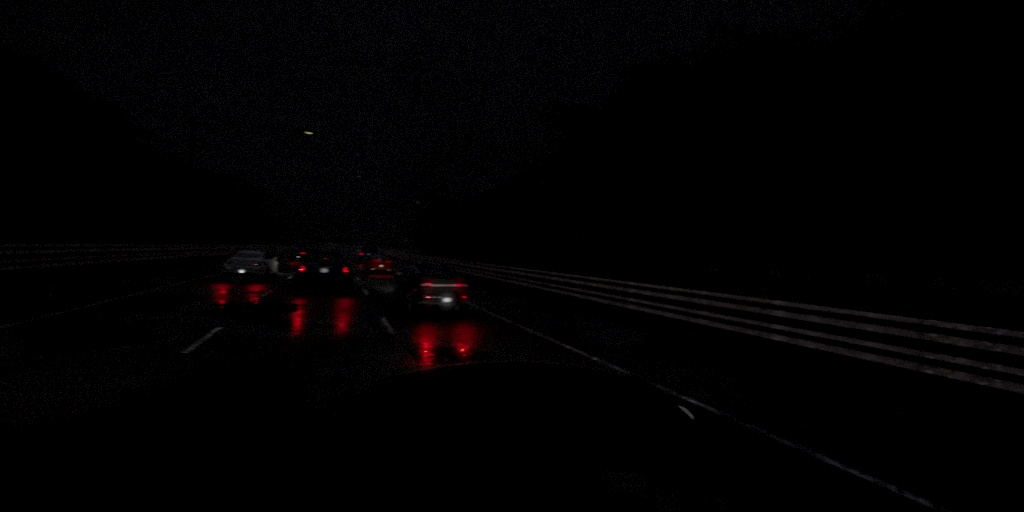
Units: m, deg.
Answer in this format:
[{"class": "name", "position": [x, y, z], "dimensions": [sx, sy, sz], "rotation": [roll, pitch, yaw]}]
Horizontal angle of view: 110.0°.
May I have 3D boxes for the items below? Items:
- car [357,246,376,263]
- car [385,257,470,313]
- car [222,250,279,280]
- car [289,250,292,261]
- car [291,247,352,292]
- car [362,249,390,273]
[{"class": "car", "position": [-17.507, -0.151, 43.582], "dimensions": [2.150, 2.045, 5.566], "rotation": [3, 0, -24]}, {"class": "car", "position": [-2.995, 1.025, 12.848], "dimensions": [2.128, 1.511, 4.902], "rotation": [3, 0, -26]}, {"class": "car", "position": [-13.534, 0.411, 18.743], "dimensions": [1.812, 1.442, 4.674], "rotation": [3, 0, -26]}, {"class": "car", "position": [-23.372, -0.219, 39.797], "dimensions": [1.837, 1.490, 4.892], "rotation": [3, 0, -24]}, {"class": "car", "position": [-8.441, 0.548, 16.263], "dimensions": [2.097, 1.767, 4.553], "rotation": [3, 0, -26]}, {"class": "car", "position": [-10.825, 0.520, 29.081], "dimensions": [1.882, 1.535, 5.008], "rotation": [3, 0, -25]}]
